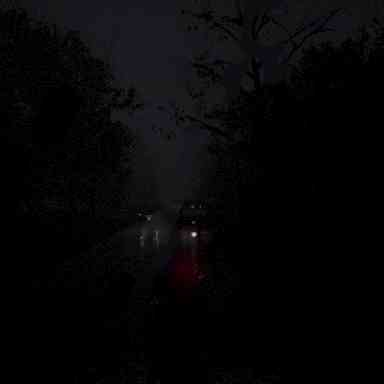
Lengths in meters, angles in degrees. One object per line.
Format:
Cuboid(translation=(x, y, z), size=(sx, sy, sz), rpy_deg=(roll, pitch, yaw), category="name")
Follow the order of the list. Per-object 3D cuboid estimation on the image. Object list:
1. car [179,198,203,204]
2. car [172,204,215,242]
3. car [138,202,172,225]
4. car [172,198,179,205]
Cuboid(translation=(0.021, 1.433, 33.316), size=(2.097, 1.767, 4.553), rpy_deg=(0, 0, 0), category="car")
Cuboid(translation=(0.079, 1.545, 16.481), size=(1.837, 1.490, 4.892), rpy_deg=(0, 0, 0), category="car")
Cuboid(translation=(-2.894, 1.553, 25.102), size=(2.128, 1.511, 4.902), rpy_deg=(0, 0, 0), category="car")
Cuboid(translation=(-3.066, 1.890, 66.269), size=(2.128, 1.511, 4.902), rpy_deg=(0, -1, 0), category="car")
